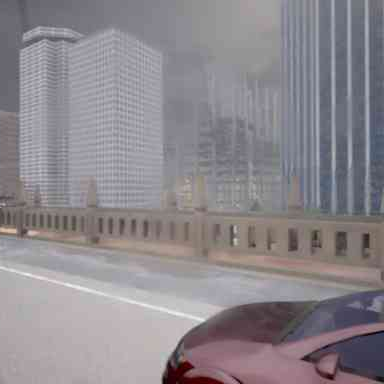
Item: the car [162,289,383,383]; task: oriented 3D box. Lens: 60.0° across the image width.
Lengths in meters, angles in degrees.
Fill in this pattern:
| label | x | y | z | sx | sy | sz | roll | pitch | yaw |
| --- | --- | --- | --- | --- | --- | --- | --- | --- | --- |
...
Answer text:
| label | x | y | z | sx | sy | sz | roll | pitch | yaw |
| --- | --- | --- | --- | --- | --- | --- | --- | --- | --- |
| car | 1.758 | 1.564 | 2.738 | 4.181 | 1.385 | 1.994 | 0 | 0 | 35 |
